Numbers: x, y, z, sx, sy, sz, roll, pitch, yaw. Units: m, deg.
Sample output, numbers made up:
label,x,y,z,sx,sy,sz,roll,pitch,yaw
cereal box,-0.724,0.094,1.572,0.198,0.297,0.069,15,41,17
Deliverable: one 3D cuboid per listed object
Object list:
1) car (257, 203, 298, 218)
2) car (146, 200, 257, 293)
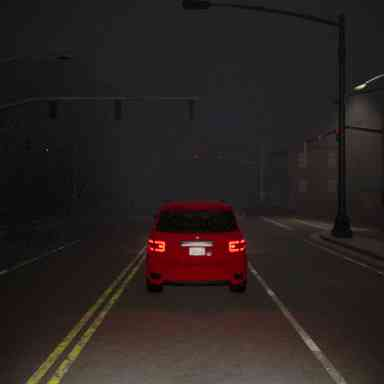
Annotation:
label,x,y,z,sx,sy,sz,roll,pitch,yaw
car,6.706,1.580,29.260,4.718,1.301,1.895,1,0,-8
car,0.093,1.221,9.010,2.150,2.045,5.566,0,0,0
